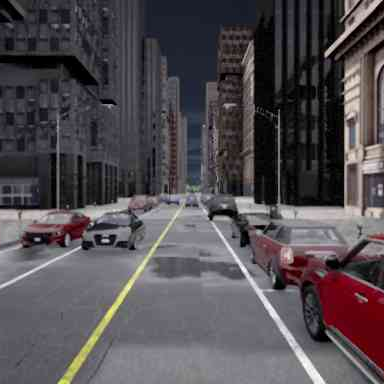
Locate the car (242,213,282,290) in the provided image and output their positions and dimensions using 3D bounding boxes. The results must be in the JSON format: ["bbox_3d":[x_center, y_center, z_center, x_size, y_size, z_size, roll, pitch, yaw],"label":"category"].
[{"bbox_3d":[2.756,1.430,9.065,1.967,1.590,4.097,0,0,0],"label":"car"}]

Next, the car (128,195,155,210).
[{"bbox_3d":[-5.779,1.275,37.068,2.192,1.841,5.009,0,0,0],"label":"car"}]

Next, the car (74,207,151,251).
[{"bbox_3d":[-3.105,1.549,13.887,1.994,1.385,4.181,0,0,0],"label":"car"}]

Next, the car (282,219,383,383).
[{"bbox_3d":[2.757,1.311,3.463,2.192,1.841,5.009,0,0,0],"label":"car"}]

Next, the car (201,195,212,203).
[{"bbox_3d":[2.737,1.373,65.082,1.967,1.590,4.097,0,0,0],"label":"car"}]

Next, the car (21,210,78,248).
[{"bbox_3d":[-5.771,1.529,14.659,1.887,1.381,4.507,0,0,0],"label":"car"}]

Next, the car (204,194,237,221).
[{"bbox_3d":[2.384,1.199,27.098,2.150,2.045,5.566,0,0,0],"label":"car"}]

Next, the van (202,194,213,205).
[{"bbox_3d":[2.739,1.279,59.481,1.690,1.788,3.998,0,0,0],"label":"van"}]

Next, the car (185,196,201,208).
[{"bbox_3d":[-0.009,1.551,47.089,1.895,1.301,4.718,0,0,0],"label":"car"}]

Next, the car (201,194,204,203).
[{"bbox_3d":[2.741,1.384,53.879,1.967,1.590,4.097,0,0,0],"label":"car"}]

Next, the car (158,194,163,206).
[{"bbox_3d":[-5.782,1.389,48.272,1.967,1.590,4.097,0,0,0],"label":"car"}]

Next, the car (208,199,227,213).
[{"bbox_3d":[2.747,1.542,37.074,1.802,1.307,4.206,0,0,0],"label":"car"}]

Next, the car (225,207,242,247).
[{"bbox_3d":[2.755,1.550,14.667,1.947,1.339,4.313,0,0,0],"label":"car"}]

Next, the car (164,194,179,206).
[{"bbox_3d":[-3.083,1.420,54.830,1.882,1.535,5.008,0,0,0],"label":"car"}]

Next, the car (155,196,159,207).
[{"bbox_3d":[-5.780,1.520,42.670,1.947,1.339,4.313,0,0,0],"label":"car"}]

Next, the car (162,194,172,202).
[{"bbox_3d":[-5.792,1.362,76.283,1.967,1.590,4.097,0,0,0],"label":"car"}]

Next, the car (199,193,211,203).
[{"bbox_3d":[2.735,1.243,70.685,2.192,1.841,5.009,0,0,0],"label":"car"}]
